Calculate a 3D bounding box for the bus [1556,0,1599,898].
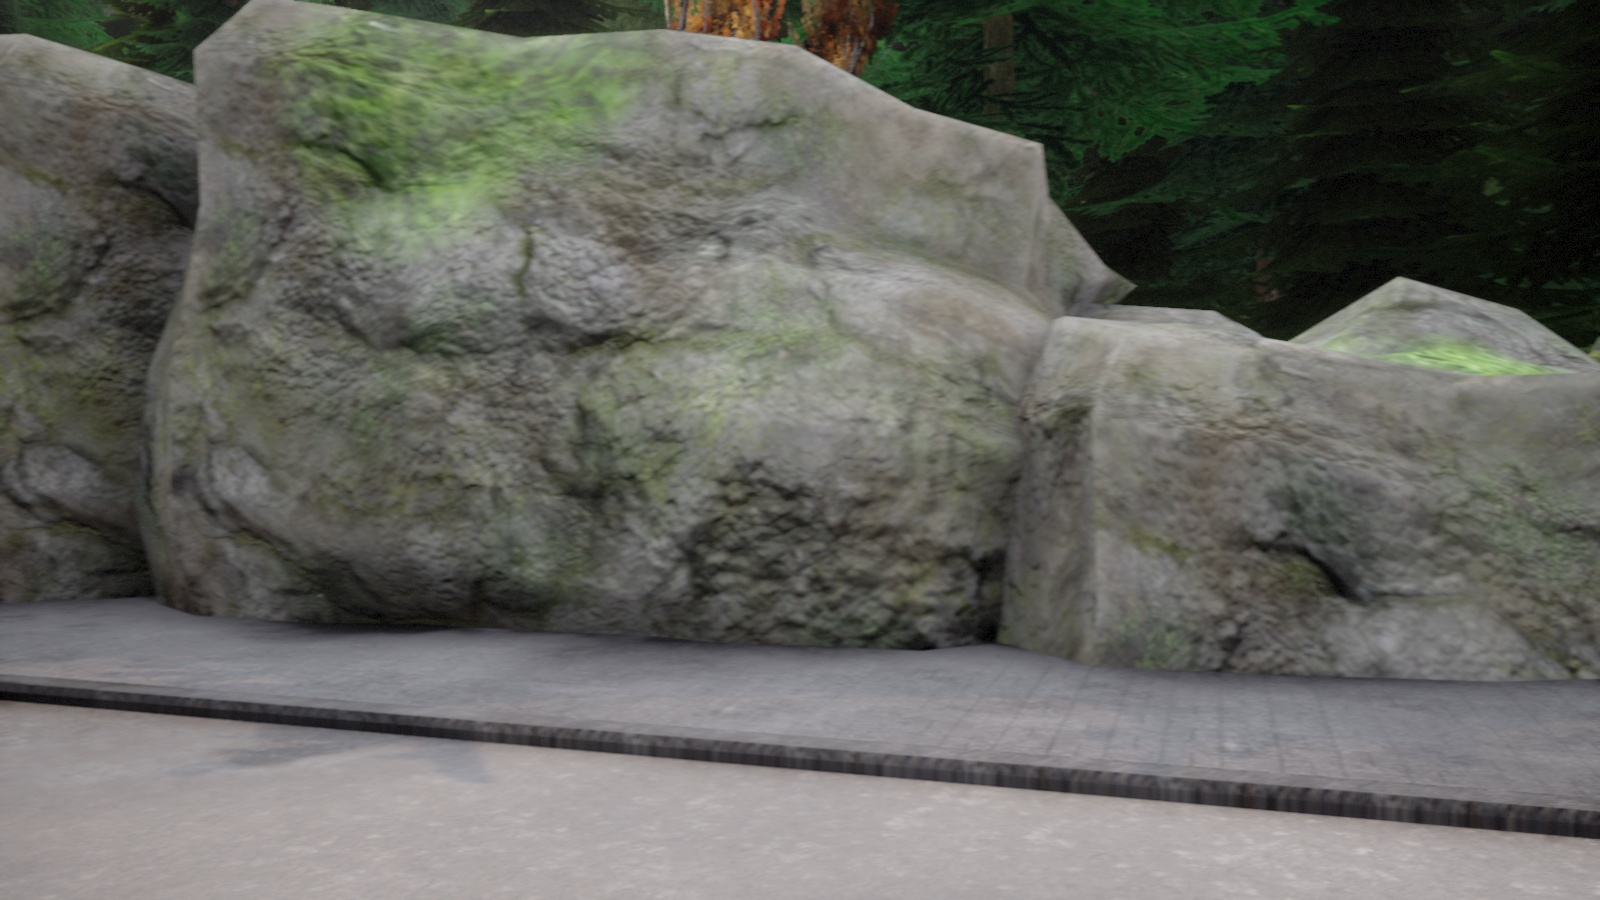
[{"bbox_3d":[7.154,-0.544,1.292,10.273,4.253,3.944,0,1,19],"label":"bus"}]
